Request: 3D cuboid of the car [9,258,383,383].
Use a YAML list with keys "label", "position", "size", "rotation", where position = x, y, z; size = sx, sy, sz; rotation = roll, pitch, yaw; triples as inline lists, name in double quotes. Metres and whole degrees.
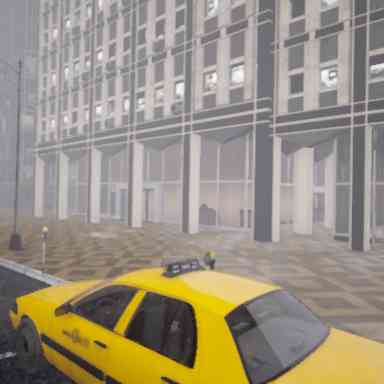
- label: "car"
  position: [-0.328, 1.528, 3.818]
  size: [5.366, 1.575, 1.801]
  rotation: [0, -1, 42]
